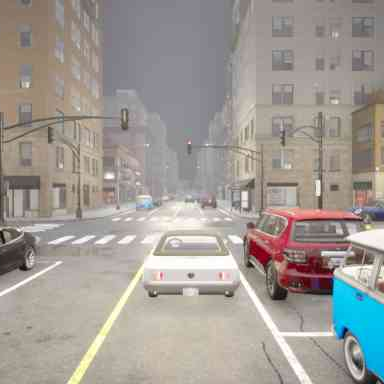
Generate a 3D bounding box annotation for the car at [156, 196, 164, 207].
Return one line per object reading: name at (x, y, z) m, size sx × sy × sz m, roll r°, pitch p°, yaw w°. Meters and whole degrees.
car at (-5.859, 1.560, 50.986) m, size 1.947 × 1.339 × 4.313 m, roll 0°, pitch 0°, yaw -1°

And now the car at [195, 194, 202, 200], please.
car at (1.811, 1.424, 94.308) m, size 1.967 × 1.590 × 4.097 m, roll 0°, pitch 0°, yaw -1°

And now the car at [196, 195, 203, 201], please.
car at (1.864, 1.511, 89.073) m, size 1.752 × 1.417 × 4.829 m, roll 0°, pitch 0°, yaw -1°

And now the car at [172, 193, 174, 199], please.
car at (-6.147, 1.553, 83.422) m, size 1.947 × 1.339 × 4.313 m, roll 0°, pitch 0°, yaw -1°

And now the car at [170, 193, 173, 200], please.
car at (-6.099, 1.539, 78.016) m, size 2.008 × 1.369 × 4.403 m, roll 0°, pitch 0°, yaw -1°

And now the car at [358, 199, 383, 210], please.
car at (13.090, 1.286, 23.253) m, size 4.553 × 1.767 × 2.097 m, roll 0°, pitch 0°, yaw -1°

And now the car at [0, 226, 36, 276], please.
car at (-5.451, 1.566, 8.211) m, size 1.947 × 1.339 × 4.313 m, roll 0°, pitch 0°, yaw -1°

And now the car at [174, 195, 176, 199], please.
car at (-6.195, 1.301, 88.828) m, size 2.192 × 1.841 × 5.009 m, roll 0°, pitch 0°, yaw -1°

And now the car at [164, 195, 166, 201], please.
car at (-5.907, 1.538, 56.392) m, size 1.887 × 1.381 × 4.507 m, roll 0°, pitch 0°, yaw -1°

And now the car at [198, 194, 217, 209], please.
car at (2.300, 1.310, 45.655) m, size 2.192 × 1.841 × 5.009 m, roll 0°, pitch 0°, yaw -1°

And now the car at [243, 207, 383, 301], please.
car at (2.573, 1.315, 8.285) m, size 2.192 × 1.841 × 5.009 m, roll 0°, pitch 0°, yaw -1°

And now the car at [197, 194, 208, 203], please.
car at (2.082, 1.306, 67.279) m, size 2.192 × 1.841 × 5.009 m, roll 0°, pitch 0°, yaw -1°

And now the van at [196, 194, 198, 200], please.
van at (2.137, 1.333, 61.873) m, size 1.690 × 1.788 × 3.998 m, roll 0°, pitch 0°, yaw -1°

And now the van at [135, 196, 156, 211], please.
van at (-5.763, 1.337, 40.174) m, size 1.690 × 1.788 × 3.998 m, roll 0°, pitch 0°, yaw -1°

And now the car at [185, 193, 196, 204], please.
car at (-0.477, 1.483, 65.091) m, size 2.128 × 1.511 × 4.902 m, roll 0°, pitch 0°, yaw -1°

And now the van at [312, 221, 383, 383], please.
van at (2.624, 1.341, 2.774) m, size 1.690 × 1.788 × 3.998 m, roll 0°, pitch 0°, yaw -1°

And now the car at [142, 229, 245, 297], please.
car at (-0.017, 1.601, 8.503) m, size 1.895 × 1.301 × 4.718 m, roll 0°, pitch 0°, yaw 0°

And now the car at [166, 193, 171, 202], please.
car at (-6.049, 1.515, 72.441) m, size 1.752 × 1.417 × 4.829 m, roll 0°, pitch 0°, yaw -1°

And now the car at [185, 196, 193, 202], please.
car at (-0.677, 1.584, 75.455) m, size 1.895 × 1.301 × 4.718 m, roll 0°, pitch 0°, yaw -1°

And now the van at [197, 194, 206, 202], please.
van at (2.028, 1.331, 72.685) m, size 1.690 × 1.788 × 3.998 m, roll 0°, pitch 0°, yaw -1°
